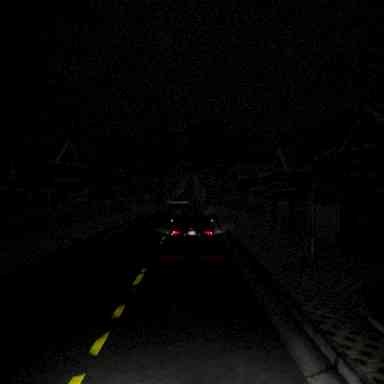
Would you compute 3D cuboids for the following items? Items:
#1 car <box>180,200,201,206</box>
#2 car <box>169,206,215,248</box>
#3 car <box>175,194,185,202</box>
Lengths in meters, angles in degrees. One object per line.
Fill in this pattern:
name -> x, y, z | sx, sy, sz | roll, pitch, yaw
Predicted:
car -> 0.001, 1.631, 29.699 | 1.895, 1.301, 4.718 | 0, 0, 0
car -> 0.001, 1.559, 14.651 | 2.033, 1.411, 5.357 | 0, 0, 0
car -> -2.748, 1.349, 76.588 | 2.097, 1.767, 4.553 | 0, 0, 0
